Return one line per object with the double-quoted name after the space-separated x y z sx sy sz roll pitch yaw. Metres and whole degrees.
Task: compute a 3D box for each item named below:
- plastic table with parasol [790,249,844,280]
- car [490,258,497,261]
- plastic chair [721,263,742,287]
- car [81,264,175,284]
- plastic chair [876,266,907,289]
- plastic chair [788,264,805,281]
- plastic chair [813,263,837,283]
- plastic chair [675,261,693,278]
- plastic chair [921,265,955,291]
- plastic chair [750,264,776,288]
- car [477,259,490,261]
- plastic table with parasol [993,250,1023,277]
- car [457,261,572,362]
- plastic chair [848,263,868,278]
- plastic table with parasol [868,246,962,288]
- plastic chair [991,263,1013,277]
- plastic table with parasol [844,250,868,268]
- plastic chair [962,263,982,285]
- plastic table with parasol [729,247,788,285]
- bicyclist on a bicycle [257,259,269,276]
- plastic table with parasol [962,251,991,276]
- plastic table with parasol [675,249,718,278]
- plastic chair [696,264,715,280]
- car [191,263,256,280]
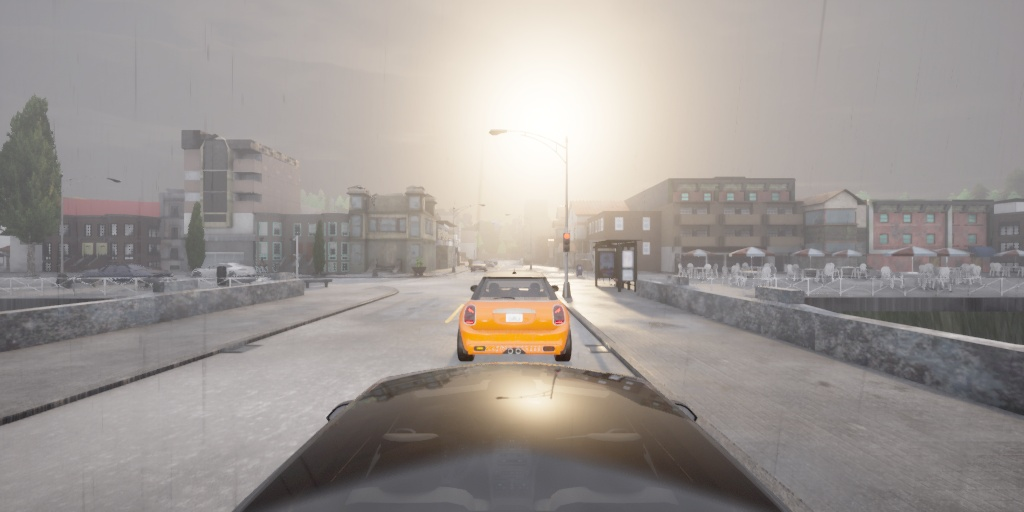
22.897 0.675 27.509 2.482 2.480 2.482 0 0 0 "plastic table with parasol"
-4.083 1.350 60.852 1.895 1.301 4.718 0 0 0 "car"
13.897 1.279 22.859 0.730 1.272 0.750 0 0 0 "plastic chair"
-27.999 1.297 26.201 5.357 1.411 2.033 0 0 0 "car"
22.597 1.279 21.359 0.730 1.272 0.750 0 0 0 "plastic chair"
21.697 1.279 27.559 0.730 1.272 0.750 0 0 0 "plastic chair"
22.797 1.279 26.159 0.750 1.272 0.730 0 0 0 "plastic chair"
14.697 1.279 30.659 0.730 1.272 0.750 0 0 0 "plastic chair"
23.697 1.279 19.959 0.750 1.272 0.730 0 0 0 "plastic chair"
14.997 1.279 21.459 0.750 1.272 0.730 0 0 0 "plastic chair"
-4.100 1.276 44.656 1.812 1.442 4.674 0 0 0 "car"
46.697 0.675 33.238 2.482 2.480 2.482 0 0 0 "plastic table with parasol"
0.060 1.102 8.397 2.097 1.767 4.553 0 0 1 "car"
29.897 1.279 30.859 0.750 1.272 0.730 0 0 0 "plastic chair"
23.797 0.675 21.309 2.482 2.480 2.482 0 0 0 "plastic table with parasol"
45.497 1.279 33.358 0.730 1.272 0.750 0 0 0 "plastic chair"
30.227 0.675 32.229 2.482 2.480 2.482 0 0 0 "plastic table with parasol"
30.497 1.279 23.859 0.750 1.272 0.730 0 0 0 "plastic chair"
15.167 0.675 22.719 2.482 2.480 2.482 0 0 0 "plastic table with parasol"
-24.022 1.099 34.599 0.582 1.620 1.656 0 0 0 "bicyclist on a bicycle"
30.507 0.675 25.139 2.482 2.480 2.482 0 0 0 "plastic table with parasol"
15.917 0.675 30.539 2.482 2.480 2.482 0 0 0 "plastic table with parasol"
15.797 1.279 29.259 0.750 1.272 0.730 0 0 0 "plastic chair"
-24.404 1.275 30.428 4.674 1.442 1.812 0 0 0 "car"
